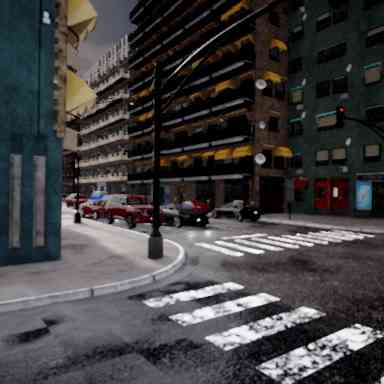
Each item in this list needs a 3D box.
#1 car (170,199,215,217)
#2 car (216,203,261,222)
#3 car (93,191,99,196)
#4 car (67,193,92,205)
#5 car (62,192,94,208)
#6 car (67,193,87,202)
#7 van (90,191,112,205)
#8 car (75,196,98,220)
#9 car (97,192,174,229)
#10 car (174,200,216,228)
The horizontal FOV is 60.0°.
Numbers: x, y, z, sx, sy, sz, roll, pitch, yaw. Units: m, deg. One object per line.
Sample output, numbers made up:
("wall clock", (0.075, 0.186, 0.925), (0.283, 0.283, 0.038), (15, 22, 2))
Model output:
("car", (-0.027, 1.393, 29.462), (1.802, 1.307, 4.206), (2, 0, -36))
("car", (3.239, 1.458, 24.950), (1.947, 1.339, 4.313), (2, 0, -36))
("car", (-6.367, 1.039, 28.337), (2.097, 1.767, 4.553), (1, 0, -36))
("car", (-15.969, 0.910, 46.970), (1.882, 1.535, 5.008), (1, 0, -36))
("car", (-12.399, 1.016, 36.685), (1.882, 1.535, 5.008), (1, 0, -36))
("car", (-19.623, 0.871, 56.537), (1.887, 1.381, 4.507), (2, 0, -36))
("van", (-13.085, 0.829, 47.514), (1.690, 1.788, 3.998), (2, 0, -36))
("car", (-6.836, 1.235, 24.580), (1.887, 1.381, 4.507), (2, 0, -36))
("car", (-3.563, 1.087, 20.069), (2.192, 1.841, 5.009), (2, 0, -36))
("car", (-0.785, 1.390, 20.614), (1.994, 1.385, 4.181), (1, 0, -36))
